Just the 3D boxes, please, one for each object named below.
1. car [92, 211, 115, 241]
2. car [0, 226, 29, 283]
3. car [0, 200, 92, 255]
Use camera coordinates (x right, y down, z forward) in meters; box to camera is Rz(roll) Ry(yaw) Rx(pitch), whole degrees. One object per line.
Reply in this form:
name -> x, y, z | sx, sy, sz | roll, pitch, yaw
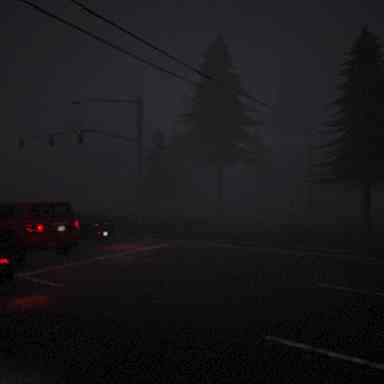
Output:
car -> -5.902, 1.612, 15.983 | 4.892, 1.490, 1.837 | -1, 0, 31
car -> -6.634, 1.626, 8.254 | 5.357, 1.411, 2.033 | 0, 0, 32
car -> -6.585, 1.317, 12.336 | 5.566, 2.045, 2.150 | -1, 0, 31
